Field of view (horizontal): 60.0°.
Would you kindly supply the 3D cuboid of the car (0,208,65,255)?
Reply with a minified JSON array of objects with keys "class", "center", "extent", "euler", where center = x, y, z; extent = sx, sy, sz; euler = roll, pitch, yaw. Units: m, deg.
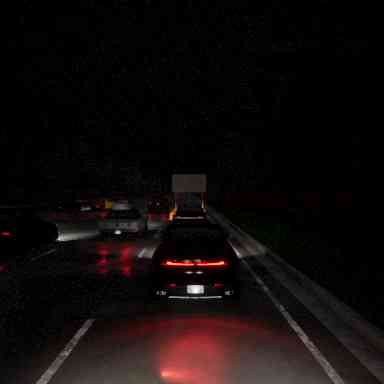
[{"class":"car","center":[-6.993,1.564,13.287],"extent":[1.994,1.385,4.181],"euler":[0,0,0]}]

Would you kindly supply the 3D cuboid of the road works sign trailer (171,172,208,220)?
[{"class":"road works sign trailer","center":[-0.190,0.464,22.677],"extent":[2.380,3.560,2.880],"euler":[0,0,-3]}]

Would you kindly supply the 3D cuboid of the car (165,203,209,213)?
[{"class":"car","center":[-0.074,1.488,18.807],"extent":[2.128,1.511,4.902],"euler":[0,0,1]}]

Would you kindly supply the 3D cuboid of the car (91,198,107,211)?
[{"class":"car","center":[-10.733,1.478,40.191],"extent":[1.882,1.535,5.008],"euler":[0,-1,-1]}]

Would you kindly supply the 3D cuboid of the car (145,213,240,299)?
[{"class":"car","center":[0.046,1.505,8.417],"extent":[1.837,1.490,4.892],"euler":[0,0,0]}]

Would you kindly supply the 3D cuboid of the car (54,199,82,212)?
[{"class":"car","center":[-14.215,1.488,38.219],"extent":[2.128,1.511,4.902],"euler":[0,0,-1]}]

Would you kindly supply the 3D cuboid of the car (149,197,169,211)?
[{"class":"car","center":[-3.716,1.352,38.120],"extent":[2.097,1.767,4.553],"euler":[0,0,-1]}]

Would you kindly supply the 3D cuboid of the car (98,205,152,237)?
[{"class":"car","center":[-3.532,1.601,17.907],"extent":[1.895,1.301,4.718],"euler":[0,0,-1]}]

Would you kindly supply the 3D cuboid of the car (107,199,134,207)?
[{"class":"car","center":[-7.193,1.525,34.800],"extent":[1.812,1.442,4.674],"euler":[0,0,0]}]

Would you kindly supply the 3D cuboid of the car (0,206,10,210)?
[{"class":"car","center":[-10.530,1.477,17.671],"extent":[1.882,1.535,5.008],"euler":[0,0,-1]}]
